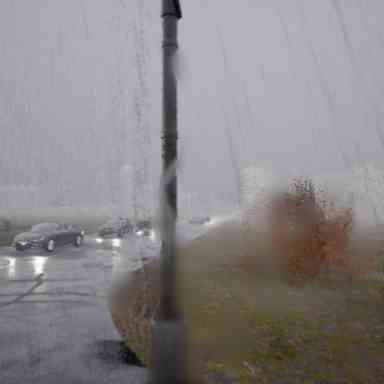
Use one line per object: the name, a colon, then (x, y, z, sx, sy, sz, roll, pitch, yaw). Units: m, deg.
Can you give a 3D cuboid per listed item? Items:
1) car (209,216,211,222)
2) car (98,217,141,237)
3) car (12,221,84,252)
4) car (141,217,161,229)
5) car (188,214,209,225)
car: (2.098, 4.550, 57.560, 1.882, 1.535, 5.008, 0, -3, 9)
car: (-6.282, 2.958, 28.424, 1.837, 1.490, 4.892, 0, -3, 10)
car: (-7.870, 2.420, 18.679, 1.837, 1.490, 4.892, 0, -3, 9)
car: (-4.629, 3.613, 38.538, 1.895, 1.301, 4.718, 0, -3, 9)
car: (0.707, 4.076, 48.748, 2.128, 1.511, 4.902, 0, -3, 10)
